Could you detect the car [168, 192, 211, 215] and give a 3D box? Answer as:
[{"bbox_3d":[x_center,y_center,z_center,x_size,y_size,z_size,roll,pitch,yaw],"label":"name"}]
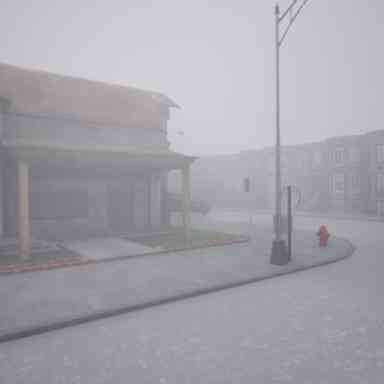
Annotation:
[{"bbox_3d":[-0.667,1.036,30.148,2.150,2.045,5.566,-1,1,-35],"label":"car"}]
